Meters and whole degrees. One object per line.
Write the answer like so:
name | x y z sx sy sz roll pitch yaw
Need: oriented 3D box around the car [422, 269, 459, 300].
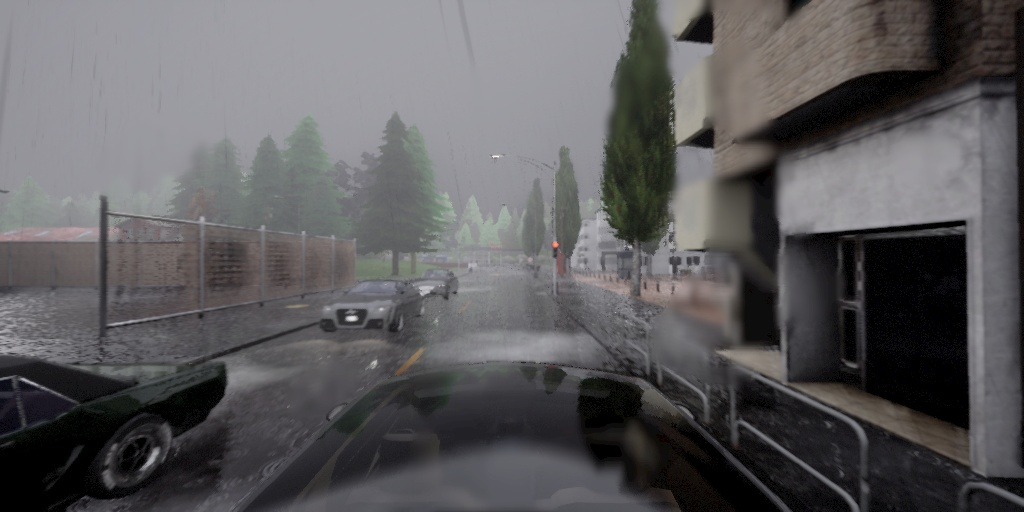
car | -4.013 1.447 19.321 2.128 1.511 4.902 0 -1 0

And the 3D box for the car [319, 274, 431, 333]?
car | -4.080 1.428 11.129 1.994 1.385 4.181 0 -1 0

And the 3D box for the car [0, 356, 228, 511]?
car | -4.094 1.359 1.730 1.895 1.301 4.718 0 -1 0
